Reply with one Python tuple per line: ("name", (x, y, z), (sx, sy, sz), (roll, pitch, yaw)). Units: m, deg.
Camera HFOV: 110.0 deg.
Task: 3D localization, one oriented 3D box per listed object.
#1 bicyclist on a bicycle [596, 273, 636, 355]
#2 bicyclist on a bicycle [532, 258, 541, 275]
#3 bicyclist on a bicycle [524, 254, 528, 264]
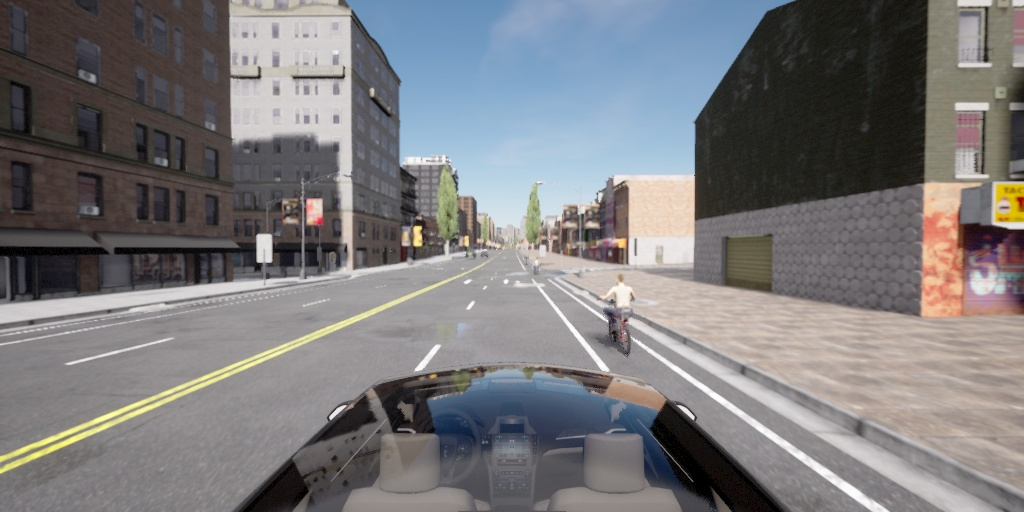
("bicyclist on a bicycle", (2.269, 1.163, 7.624), (0.866, 1.612, 1.509), (0, 0, 0))
("bicyclist on a bicycle", (2.277, 0.947, 33.358), (0.866, 1.612, 1.509), (0, 7, 0))
("bicyclist on a bicycle", (2.276, 0.570, 58.572), (0.659, 1.776, 1.843), (0, 1, 0))
